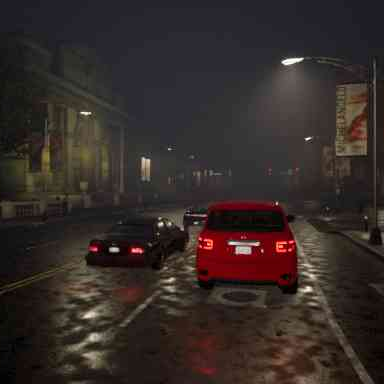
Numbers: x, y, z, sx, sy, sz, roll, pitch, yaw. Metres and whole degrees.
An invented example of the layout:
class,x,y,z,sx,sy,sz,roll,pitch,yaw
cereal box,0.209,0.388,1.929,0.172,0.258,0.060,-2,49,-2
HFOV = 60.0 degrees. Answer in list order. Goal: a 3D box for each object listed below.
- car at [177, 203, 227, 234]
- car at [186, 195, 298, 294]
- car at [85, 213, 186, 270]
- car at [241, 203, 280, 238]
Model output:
class,x,y,z,sx,sy,sz,roll,pitch,yaw
car,0.798,1.491,20.554,2.128,1.511,4.902,0,0,14
car,1.591,1.221,9.061,2.150,2.045,5.566,0,0,13
car,-1.483,1.547,11.076,2.033,1.411,5.357,0,0,12
car,3.942,1.478,18.723,1.882,1.535,5.008,0,0,14
